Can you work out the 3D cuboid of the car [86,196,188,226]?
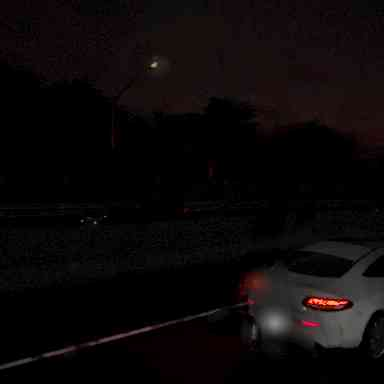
[{"bbox_3d":[-2.848,1.276,19.143,5.566,2.045,2.150,0,0,-35],"label":"car"}]

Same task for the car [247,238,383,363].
[{"bbox_3d":[3.014,1.561,5.888,4.674,1.442,1.812,0,0,-35],"label":"car"}]

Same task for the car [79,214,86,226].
[{"bbox_3d":[-5.179,1.616,21.779,4.181,1.385,1.994,0,0,-35],"label":"car"}]
